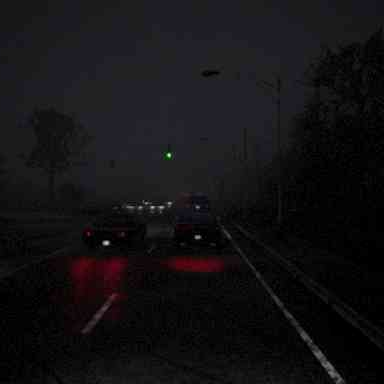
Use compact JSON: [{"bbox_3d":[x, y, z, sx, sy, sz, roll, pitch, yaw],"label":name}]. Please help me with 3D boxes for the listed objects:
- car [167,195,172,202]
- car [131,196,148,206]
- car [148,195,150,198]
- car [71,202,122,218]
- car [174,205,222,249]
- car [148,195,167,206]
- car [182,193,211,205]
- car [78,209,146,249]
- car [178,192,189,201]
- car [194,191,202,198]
[{"bbox_3d":[-5.633,1.422,74.381,1.812,1.442,4.674,0,2,1],"label":"car"},{"bbox_3d":[-9.504,1.740,58.926,1.837,1.490,4.892,0,0,2],"label":"car"},{"bbox_3d":[-9.134,1.379,74.376,1.882,1.535,5.008,0,2,1],"label":"car"},{"bbox_3d":[-8.676,1.612,30.218,4.902,1.511,2.128,0,-1,19],"label":"car"},{"bbox_3d":[0.253,1.538,14.833,1.882,1.535,5.008,0,0,1],"label":"car"},{"bbox_3d":[-6.005,1.741,58.932,1.837,1.490,4.892,0,0,2],"label":"car"},{"bbox_3d":[0.538,1.346,30.054,2.150,2.045,5.566,0,0,1],"label":"car"},{"bbox_3d":[-3.247,1.661,14.936,1.895,1.301,4.718,0,0,1],"label":"car"},{"bbox_3d":[-2.101,1.359,75.849,2.033,1.411,5.357,0,3,1],"label":"car"},{"bbox_3d":[1.617,0.643,86.190,1.882,1.535,5.008,0,3,1],"label":"car"}]
